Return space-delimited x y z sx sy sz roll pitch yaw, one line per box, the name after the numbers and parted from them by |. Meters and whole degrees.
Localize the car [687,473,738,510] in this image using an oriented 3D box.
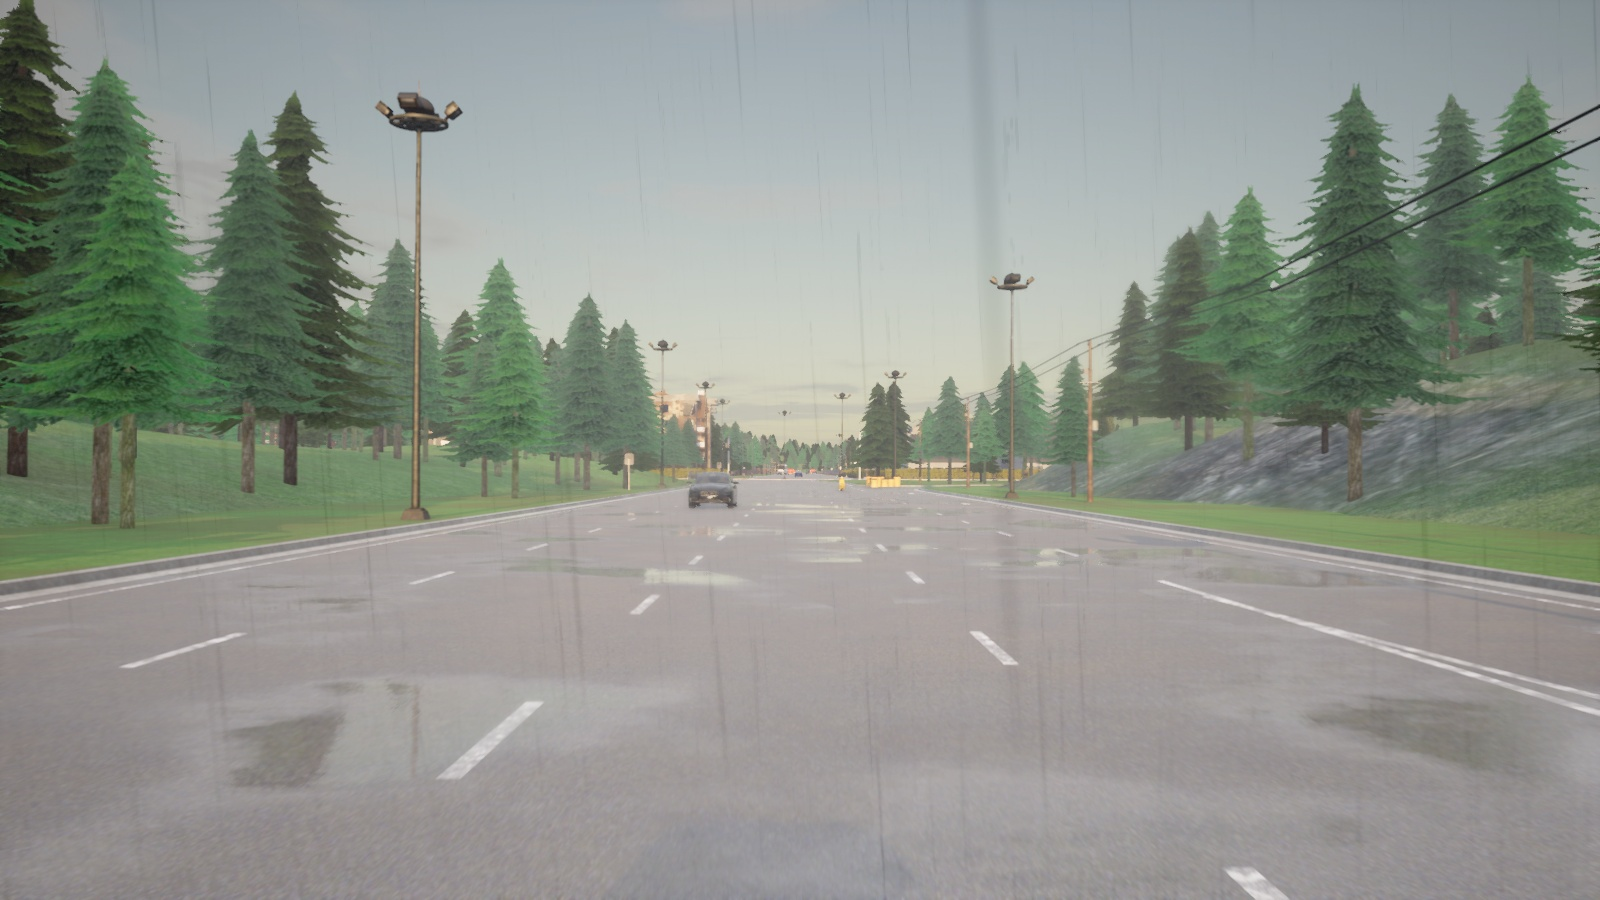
-3.628 1.718 52.813 1.837 1.490 4.892 0 -1 0 | car
